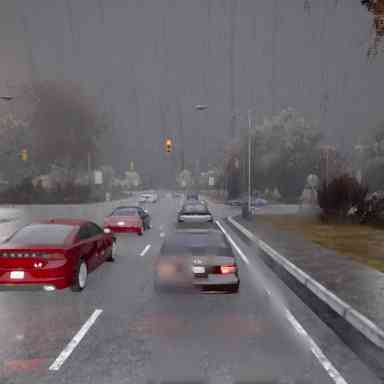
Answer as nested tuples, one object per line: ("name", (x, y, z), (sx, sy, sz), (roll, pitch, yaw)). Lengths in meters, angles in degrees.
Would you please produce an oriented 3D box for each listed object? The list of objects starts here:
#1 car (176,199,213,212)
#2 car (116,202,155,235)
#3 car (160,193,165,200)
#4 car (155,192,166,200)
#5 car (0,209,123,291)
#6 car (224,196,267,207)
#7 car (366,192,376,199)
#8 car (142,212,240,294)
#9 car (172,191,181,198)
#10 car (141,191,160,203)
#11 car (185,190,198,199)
("car", (0.131, 1.380, 18.556), (2.128, 1.511, 4.902), (0, 0, -1))
("car", (-3.397, 1.458, 17.923), (1.994, 1.385, 4.181), (0, 0, 0))
("car", (-7.046, 0.962, 65.351), (2.128, 1.511, 4.902), (0, 1, 0))
("car", (-7.114, 0.872, 75.739), (2.128, 1.511, 4.902), (0, 1, -1))
("car", (-3.396, 1.445, 8.936), (1.882, 1.535, 5.008), (0, 0, 0))
("car", (6.916, 1.225, 42.753), (5.357, 1.411, 2.033), (0, 1, -3))
("car", (24.917, 0.891, 43.763), (5.566, 2.045, 2.150), (0, 0, -3))
("car", (0.101, 1.516, 8.863), (2.033, 1.411, 5.357), (0, 0, 0))
("car", (-4.003, 0.720, 86.388), (2.128, 1.511, 4.902), (0, 1, -4))
("car", (-7.087, 0.791, 55.178), (2.150, 2.045, 5.566), (0, 1, 0))
("car", (0.042, 0.624, 71.267), (2.150, 2.045, 5.566), (0, 1, -1))
